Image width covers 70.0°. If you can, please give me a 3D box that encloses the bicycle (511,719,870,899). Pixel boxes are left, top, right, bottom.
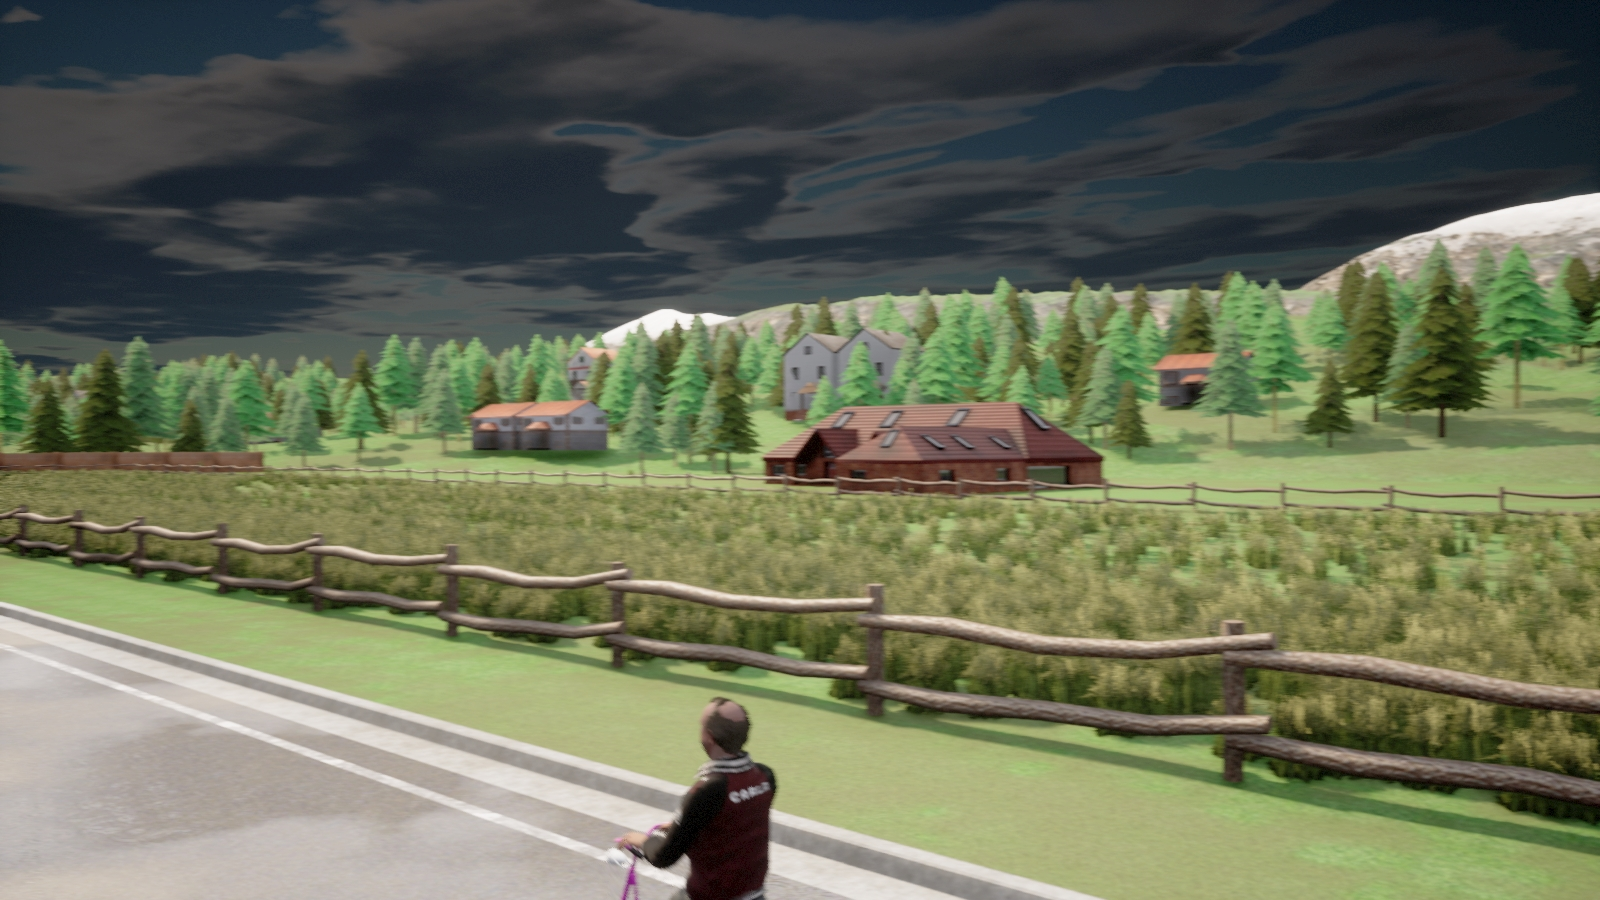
[{"bbox_3d":[-0.541,2.056,4.884,1.835,1.471,0.329,0,0,40],"label":"bicycle"}]
